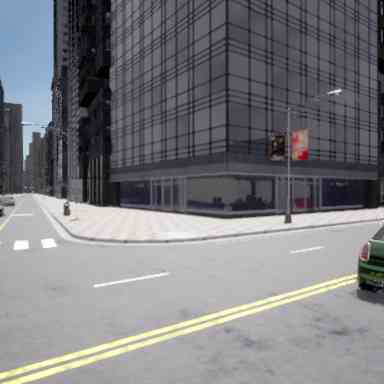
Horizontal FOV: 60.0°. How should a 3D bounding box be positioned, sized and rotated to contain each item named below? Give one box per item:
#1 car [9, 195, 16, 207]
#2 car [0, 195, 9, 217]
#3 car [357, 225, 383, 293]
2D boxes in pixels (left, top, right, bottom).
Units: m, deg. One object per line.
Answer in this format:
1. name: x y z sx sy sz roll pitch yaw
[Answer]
1. car: -27.848 1.305 50.180 2.097 1.767 4.553 0 0 -26
2. car: -18.273 1.334 30.297 2.097 1.767 4.553 0 0 -26
3. car: 5.799 1.319 7.590 4.553 1.767 2.097 0 0 -36
